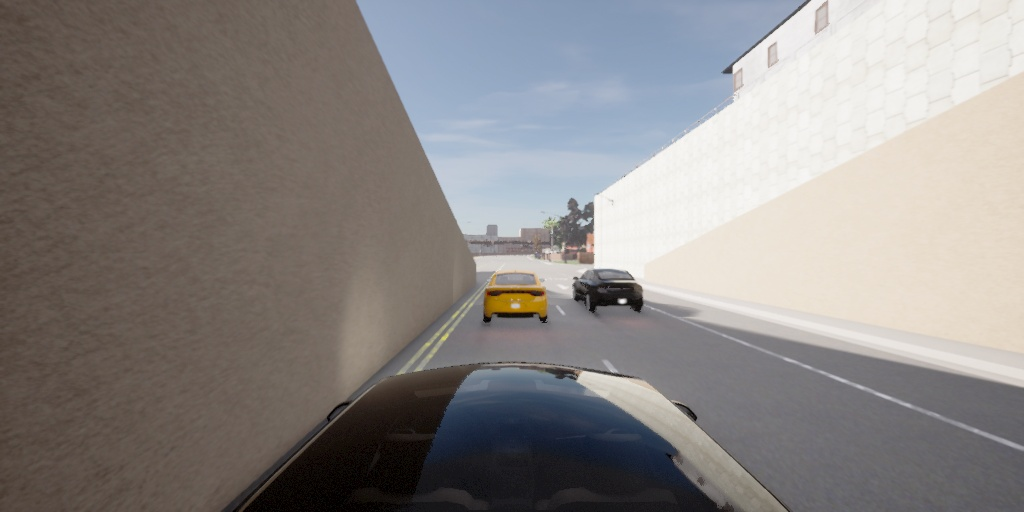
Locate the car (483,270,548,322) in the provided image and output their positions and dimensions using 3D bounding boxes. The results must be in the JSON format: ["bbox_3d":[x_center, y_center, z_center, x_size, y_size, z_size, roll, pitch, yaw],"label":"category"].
[{"bbox_3d":[0.113,1.200,12.201,1.882,1.535,5.008,0,0,0],"label":"car"}]

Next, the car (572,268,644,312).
[{"bbox_3d":[3.599,1.221,14.102,1.837,1.490,4.892,0,0,0],"label":"car"}]
